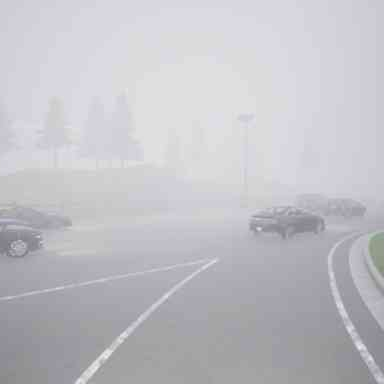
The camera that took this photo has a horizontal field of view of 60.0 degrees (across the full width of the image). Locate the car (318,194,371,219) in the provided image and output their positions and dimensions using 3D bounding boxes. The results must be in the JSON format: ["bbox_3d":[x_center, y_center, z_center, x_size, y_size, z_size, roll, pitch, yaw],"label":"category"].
[{"bbox_3d":[13.271,1.321,28.781,4.553,1.767,2.097,0,0,-41],"label":"car"}]

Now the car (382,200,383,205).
[{"bbox_3d":[33.750,1.540,55.866,4.718,1.301,1.895,0,0,-41],"label":"car"}]

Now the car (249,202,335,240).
[{"bbox_3d":[4.909,1.473,16.871,4.902,1.511,2.128,0,0,-41],"label":"car"}]

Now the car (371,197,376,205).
[{"bbox_3d":[29.876,1.430,57.137,4.902,1.511,2.128,0,0,-41],"label":"car"}]

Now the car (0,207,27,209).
[{"bbox_3d":[-9.420,1.465,13.688,5.008,1.535,1.882,0,0,-41],"label":"car"}]

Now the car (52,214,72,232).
[{"bbox_3d":[-9.501,1.530,18.257,5.357,1.411,2.033,0,0,-41],"label":"car"}]

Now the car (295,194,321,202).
[{"bbox_3d":[12.146,1.319,32.445,4.553,1.767,2.097,0,0,-41],"label":"car"}]

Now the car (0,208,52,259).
[{"bbox_3d":[-7.462,1.496,10.752,4.892,1.490,1.837,-1,0,-41],"label":"car"}]
